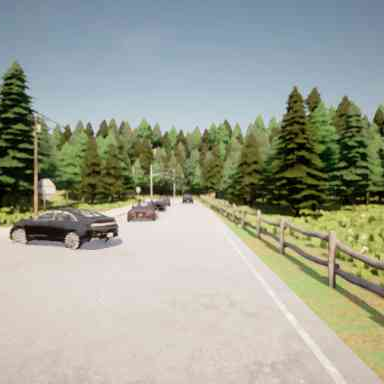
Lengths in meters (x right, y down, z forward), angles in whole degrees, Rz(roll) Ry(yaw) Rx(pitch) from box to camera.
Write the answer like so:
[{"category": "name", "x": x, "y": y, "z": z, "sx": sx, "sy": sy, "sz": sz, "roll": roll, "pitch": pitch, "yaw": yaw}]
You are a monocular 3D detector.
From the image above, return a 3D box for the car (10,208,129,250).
[{"category": "car", "x": -5.390, "y": 1.444, "z": 13.856, "sx": 4.902, "sy": 1.511, "sz": 2.128, "roll": 0, "pitch": 0, "yaw": 24}]

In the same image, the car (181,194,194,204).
[{"category": "car", "x": -0.720, "y": 1.255, "z": 56.848, "sx": 1.812, "sy": 1.442, "sz": 4.674, "roll": 0, "pitch": 0, "yaw": -2}]

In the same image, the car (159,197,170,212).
[{"category": "car", "x": -3.720, "y": 1.427, "z": 35.497, "sx": 1.895, "sy": 1.301, "sz": 4.718, "roll": 0, "pitch": 0, "yaw": -1}]

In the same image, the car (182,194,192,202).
[{"category": "car", "x": -1.018, "y": 1.184, "z": 67.145, "sx": 1.837, "sy": 1.490, "sz": 4.892, "roll": 0, "pitch": 0, "yaw": -2}]

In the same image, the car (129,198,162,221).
[{"category": "car", "x": -3.648, "y": 1.439, "z": 25.505, "sx": 1.994, "sy": 1.385, "sz": 4.181, "roll": 0, "pitch": 0, "yaw": 0}]
